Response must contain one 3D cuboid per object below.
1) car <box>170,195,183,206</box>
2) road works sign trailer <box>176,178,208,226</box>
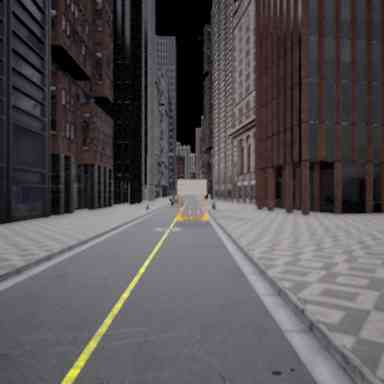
[{"bbox_3d":[-2.992,1.709,65.294,2.150,2.045,5.566,0,0,0],"label":"car"},{"bbox_3d":[0.008,0.699,25.525,2.380,3.560,2.880,0,0,0],"label":"road works sign trailer"}]
